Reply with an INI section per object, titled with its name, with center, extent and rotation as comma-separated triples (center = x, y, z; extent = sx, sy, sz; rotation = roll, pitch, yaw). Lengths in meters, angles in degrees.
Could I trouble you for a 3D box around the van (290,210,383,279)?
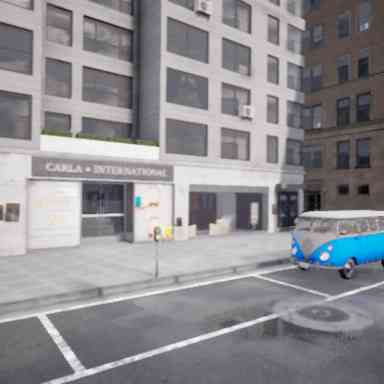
[van]
center = 4.721, 1.462, 10.126
extent = 3.998, 1.788, 1.690
rotation = 1, 0, -35
